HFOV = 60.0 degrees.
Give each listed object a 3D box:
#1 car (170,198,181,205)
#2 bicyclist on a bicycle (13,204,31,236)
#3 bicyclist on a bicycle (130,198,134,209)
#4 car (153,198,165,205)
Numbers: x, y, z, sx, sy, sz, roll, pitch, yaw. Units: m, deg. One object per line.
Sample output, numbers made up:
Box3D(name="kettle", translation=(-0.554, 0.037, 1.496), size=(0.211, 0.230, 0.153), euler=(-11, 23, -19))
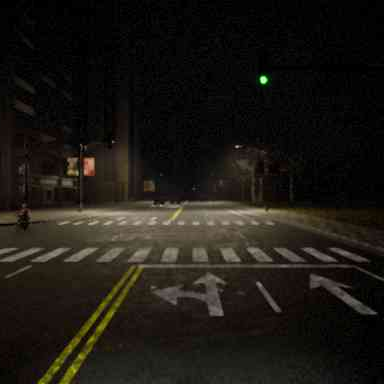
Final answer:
Box3D(name="car", translation=(-3.262, 1.907, 66.228), size=(2.128, 1.511, 4.902), euler=(0, -1, 0))
Box3D(name="bicyclist on a bicycle", translation=(-8.771, 1.424, 17.301), size=(0.866, 1.612, 1.509), euler=(0, 0, 0))
Box3D(name="bicyclist on a bicycle", translation=(-8.760, 1.661, 48.639), size=(0.582, 1.620, 1.656), euler=(0, 0, 0))
Box3D(name="car", translation=(-6.512, 1.947, 66.227), size=(1.812, 1.442, 4.674), euler=(0, -1, 0))
